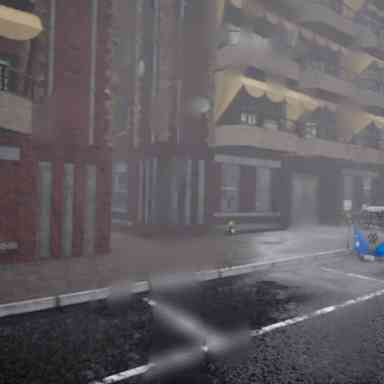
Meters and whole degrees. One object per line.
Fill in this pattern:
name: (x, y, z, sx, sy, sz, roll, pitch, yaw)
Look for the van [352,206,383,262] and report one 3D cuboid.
van: (6.735, 1.328, 10.489, 3.998, 1.788, 1.690, 0, 2, -34)
